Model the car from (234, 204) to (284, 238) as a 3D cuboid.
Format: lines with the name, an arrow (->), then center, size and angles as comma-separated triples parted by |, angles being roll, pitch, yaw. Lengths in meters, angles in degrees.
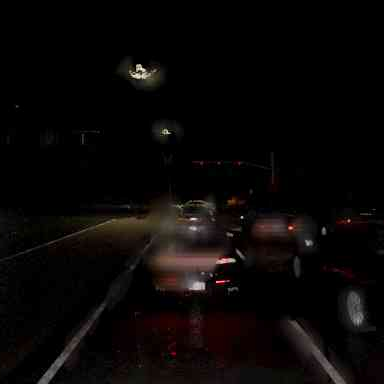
car -> 3.579, 1.547, 16.469 | 2.033, 1.411, 5.357 | 0, 0, 0

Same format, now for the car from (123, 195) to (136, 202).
car -> -15.114, 1.525, 80.538 | 2.128, 1.511, 4.902 | 0, 0, 0

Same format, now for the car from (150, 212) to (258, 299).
car -> 0.087, 1.491, 8.453 | 2.128, 1.511, 4.902 | 0, 0, 0

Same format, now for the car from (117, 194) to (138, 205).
car -> -11.681, 1.564, 60.177 | 1.994, 1.385, 4.181 | 0, 0, 1

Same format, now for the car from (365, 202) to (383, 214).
car -> 20.182, 1.563, 33.216 | 4.181, 1.385, 1.994 | 0, 0, 0

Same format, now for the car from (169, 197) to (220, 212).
car -> 0.065, 1.525, 32.693 | 4.674, 1.442, 1.812 | 0, 0, -3

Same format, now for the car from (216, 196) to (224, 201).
car -> 6.880, 1.595, 84.454 | 1.895, 1.301, 4.718 | 0, 0, 0

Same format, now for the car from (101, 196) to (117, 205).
car -> -15.141, 1.477, 60.657 | 1.882, 1.535, 5.008 | 0, 0, 0

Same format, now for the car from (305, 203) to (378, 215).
car -> 7.077, 1.505, 16.935 | 1.837, 1.490, 4.892 | 0, 0, 0

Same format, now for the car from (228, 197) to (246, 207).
car -> 6.762, 1.477, 50.381 | 1.882, 1.535, 5.008 | -1, 0, -6

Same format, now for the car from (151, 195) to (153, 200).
car -> -11.617, 1.524, 89.676 | 2.128, 1.511, 4.902 | 0, 0, 0

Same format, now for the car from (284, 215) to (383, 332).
car -> 3.590, 1.478, 6.849 | 1.882, 1.535, 5.008 | 0, 0, 0

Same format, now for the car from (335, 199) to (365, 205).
car -> 20.812, 1.563, 43.715 | 4.181, 1.385, 1.994 | 0, 0, 1

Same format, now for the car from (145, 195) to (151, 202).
car -> -11.612, 1.524, 79.269 | 1.812, 1.442, 4.674 | 0, 0, 0

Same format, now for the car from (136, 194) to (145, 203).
car -> -11.597, 1.500, 68.999 | 1.837, 1.490, 4.892 | 0, 0, 0

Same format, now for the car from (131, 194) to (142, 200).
car -> -15.109, 1.348, 90.705 | 2.097, 1.767, 4.553 | 0, 0, 0

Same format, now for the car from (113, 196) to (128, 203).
car -> -15.099, 1.540, 70.435 | 2.033, 1.411, 5.357 | 0, 0, 0

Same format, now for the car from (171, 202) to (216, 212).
car -> 0.076, 1.505, 17.874 | 1.837, 1.490, 4.892 | 0, 0, 0
